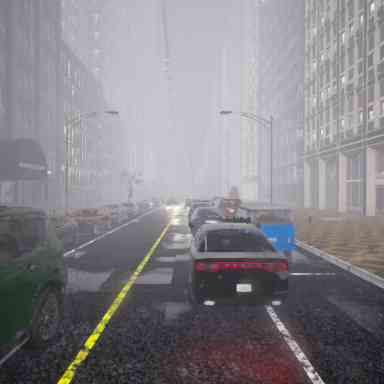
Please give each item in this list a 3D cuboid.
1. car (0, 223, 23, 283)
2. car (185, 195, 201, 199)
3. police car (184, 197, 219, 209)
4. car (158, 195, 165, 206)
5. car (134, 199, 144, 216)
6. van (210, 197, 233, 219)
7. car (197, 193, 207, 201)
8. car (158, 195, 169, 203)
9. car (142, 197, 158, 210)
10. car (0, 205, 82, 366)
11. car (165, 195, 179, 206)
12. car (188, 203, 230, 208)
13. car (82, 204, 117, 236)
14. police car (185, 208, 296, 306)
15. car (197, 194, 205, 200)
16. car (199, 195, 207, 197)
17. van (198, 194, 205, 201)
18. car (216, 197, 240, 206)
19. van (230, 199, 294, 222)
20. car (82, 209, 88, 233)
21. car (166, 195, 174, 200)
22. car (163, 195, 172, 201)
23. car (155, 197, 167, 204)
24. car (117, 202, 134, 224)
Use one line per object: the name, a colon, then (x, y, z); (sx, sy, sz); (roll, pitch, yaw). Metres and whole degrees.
car: (-5.719, 1.549, 7.066); (2.008, 1.369, 4.403); (-1, 0, 0)
car: (-0.126, 1.537, 45.240); (2.033, 1.411, 5.357); (0, 0, 0)
police car: (0.693, 1.419, 24.250); (1.930, 1.638, 5.238); (0, 0, 1)
car: (-5.858, 1.538, 52.535); (2.008, 1.369, 4.403); (-1, 0, 0)
car: (-5.788, 1.575, 29.801); (1.802, 1.307, 4.206); (-1, 0, 0)
van: (2.590, 1.334, 29.826); (1.690, 1.788, 3.998); (-1, 0, 0)
car: (2.433, 1.293, 80.979); (2.192, 1.841, 5.009); (-1, 0, 0)
car: (-5.911, 1.422, 69.586); (1.967, 1.590, 4.097); (-1, 0, 0)
car: (-5.823, 1.541, 41.168); (2.008, 1.369, 4.403); (-1, 0, 0)
car: (-3.111, 1.221, 3.275); (2.150, 2.045, 5.566); (0, 0, 0)
car: (-3.163, 1.587, 54.330); (1.895, 1.301, 4.718); (0, 0, 0)
car: (0.845, 1.522, 18.117); (1.812, 1.442, 4.674); (0, 0, 0)
car: (-5.754, 1.540, 18.433); (1.887, 1.381, 4.507); (-1, 0, 0)
police car: (0.875, 1.423, 8.226); (1.930, 1.638, 5.238); (0, 0, 0)
car: (2.400, 1.414, 92.346); (1.967, 1.590, 4.097); (-1, 0, 0)
car: (2.523, 1.538, 52.560); (2.008, 1.369, 4.403); (-1, 0, 0)
van: (2.416, 1.317, 86.663); (1.690, 1.788, 3.998); (-1, 0, 0)
car: (2.607, 1.309, 24.143); (2.192, 1.841, 5.009); (-1, 0, 0)
van: (2.642, 1.338, 12.775); (1.690, 1.788, 3.998); (-1, 0, 0)
car: (-5.736, 1.563, 12.750); (1.947, 1.339, 4.313); (-1, 0, 0)
car: (-5.980, 1.540, 92.321); (1.947, 1.339, 4.313); (-1, 0, 0)
car: (-5.944, 1.504, 80.784); (1.752, 1.417, 4.829); (-1, 0, 0)
car: (-5.893, 1.566, 63.902); (1.802, 1.307, 4.206); (-1, 0, 0)
car: (-5.772, 1.545, 24.117); (2.008, 1.369, 4.403); (-1, 0, 0)
